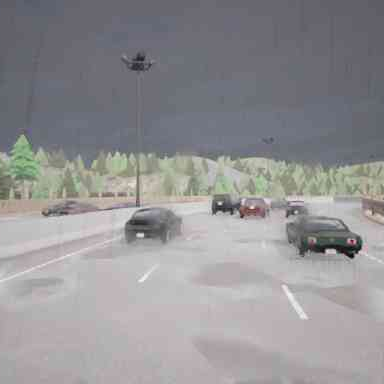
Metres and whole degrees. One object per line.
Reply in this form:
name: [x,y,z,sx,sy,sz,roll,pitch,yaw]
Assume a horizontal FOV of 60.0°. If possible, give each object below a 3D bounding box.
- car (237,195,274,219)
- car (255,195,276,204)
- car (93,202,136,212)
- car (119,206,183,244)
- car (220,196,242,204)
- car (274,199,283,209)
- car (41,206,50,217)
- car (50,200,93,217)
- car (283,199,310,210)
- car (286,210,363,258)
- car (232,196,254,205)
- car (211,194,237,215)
car: [5.711,1.348,29.606,2.097,1.767,4.553,0,0,20]
car: [14.341,1.434,64.470,2.097,1.767,4.553,-1,0,41]
car: [-5.930,1.581,28.691,2.033,1.411,5.357,0,0,17]
car: [-1.682,1.512,15.980,1.837,1.490,4.892,0,0,10]
car: [7.955,1.634,67.799,2.128,1.511,4.902,-1,0,40]
car: [11.414,1.542,42.299,2.033,1.411,5.357,0,0,31]
car: [-12.196,1.564,31.820,1.837,1.490,4.892,-1,0,18]
car: [-9.594,1.608,28.388,1.994,1.385,4.181,0,0,17]
car: [9.560,1.507,29.887,1.812,1.442,4.674,0,0,21]
car: [4.816,1.595,12.828,1.895,1.301,4.718,0,0,9]
car: [9.950,1.595,64.710,2.128,1.511,4.902,-1,0,40]
car: [3.705,1.233,34.131,2.150,2.045,5.566,0,0,22]
